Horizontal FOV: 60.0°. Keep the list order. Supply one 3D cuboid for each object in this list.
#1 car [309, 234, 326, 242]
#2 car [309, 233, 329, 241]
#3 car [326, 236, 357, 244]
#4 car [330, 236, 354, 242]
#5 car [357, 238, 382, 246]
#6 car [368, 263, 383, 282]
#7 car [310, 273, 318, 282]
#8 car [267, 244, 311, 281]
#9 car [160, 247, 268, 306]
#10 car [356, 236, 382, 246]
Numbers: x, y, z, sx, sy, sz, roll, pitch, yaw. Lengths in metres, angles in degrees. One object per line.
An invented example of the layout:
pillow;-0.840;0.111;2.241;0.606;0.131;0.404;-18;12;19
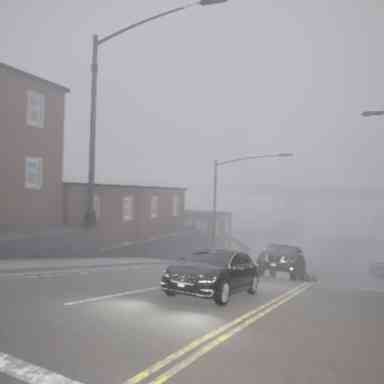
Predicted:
car;28.511;10.291;74.712;2.038;1.542;4.974;2;0;-19
car;28.498;10.133;74.761;1.853;1.218;4.536;2;0;-19
car;32.619;10.414;72.629;4.974;1.542;2.038;2;0;-9
car;32.675;10.258;72.637;4.536;1.218;1.853;2;0;-9
car;37.757;10.567;70.894;2.038;1.542;4.974;2;0;-34
car;24.936;9.983;41.623;5.566;2.045;2.150;1;0;-9
car;10.160;7.882;29.842;1.882;1.535;5.008;1;-21;26
car;5.627;4.250;20.457;2.150;2.045;5.566;2;-13;26
car;0.821;2.608;10.941;1.837;1.490;4.892;1;-9;27
car;37.732;10.409;70.937;1.853;1.218;4.536;2;0;-34
